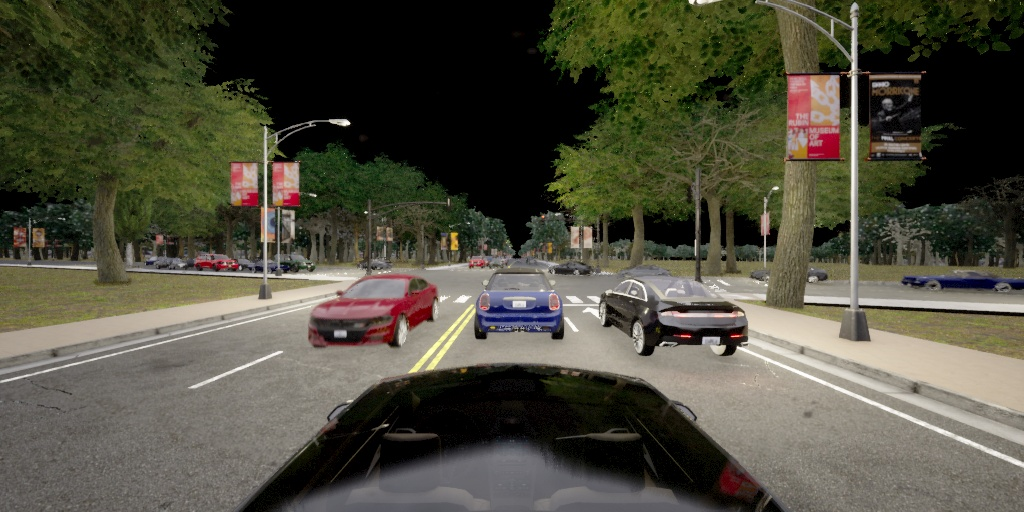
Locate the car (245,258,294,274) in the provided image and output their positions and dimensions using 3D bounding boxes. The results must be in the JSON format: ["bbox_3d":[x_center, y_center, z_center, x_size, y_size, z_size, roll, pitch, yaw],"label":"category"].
[{"bbox_3d":[-26.025,1.225,38.478,4.718,1.301,1.895,0,0,27],"label":"car"}]

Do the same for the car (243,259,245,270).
[{"bbox_3d":[-34.693,1.074,45.925,4.892,1.490,1.837,0,0,24],"label":"car"}]

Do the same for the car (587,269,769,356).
[{"bbox_3d":[3.430,1.242,8.582,2.128,1.511,4.902,0,0,0],"label":"car"}]

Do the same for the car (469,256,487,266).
[{"bbox_3d":[-5.616,0.978,57.984,2.150,2.045,5.566,0,0,1],"label":"car"}]

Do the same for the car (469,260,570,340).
[{"bbox_3d":[0.194,1.102,10.170,2.097,1.767,4.553,0,0,1],"label":"car"}]

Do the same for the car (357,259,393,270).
[{"bbox_3d":[-17.405,1.138,45.516,4.902,1.511,2.128,0,0,24],"label":"car"}]

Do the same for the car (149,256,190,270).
[{"bbox_3d":[-44.284,1.021,46.655,4.902,1.511,2.128,0,0,24],"label":"car"}]

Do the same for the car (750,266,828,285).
[{"bbox_3d":[21.565,1.380,28.128,4.892,1.490,1.837,0,0,24],"label":"car"}]

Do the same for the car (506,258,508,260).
[{"bbox_3d":[-2.194,1.359,64.907,1.895,1.301,4.718,0,0,1],"label":"car"}]

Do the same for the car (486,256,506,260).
[{"bbox_3d":[-2.387,1.109,55.916,2.097,1.767,4.553,0,0,1],"label":"car"}]

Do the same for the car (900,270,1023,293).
[{"bbox_3d":[27.381,1.521,21.974,4.718,1.301,1.895,0,0,24],"label":"car"}]

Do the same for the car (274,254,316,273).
[{"bbox_3d":[-25.532,0.840,41.835,5.566,2.045,2.150,0,0,24],"label":"car"}]

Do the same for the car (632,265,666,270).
[{"bbox_3d":[10.813,1.383,29.365,4.181,1.385,1.994,0,0,24],"label":"car"}]

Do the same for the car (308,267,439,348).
[{"bbox_3d":[-3.270,1.227,9.424,1.882,1.535,5.008,0,0,1],"label":"car"}]

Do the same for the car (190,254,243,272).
[{"bbox_3d":[-35.091,0.797,42.535,5.566,2.045,2.150,0,0,24],"label":"car"}]

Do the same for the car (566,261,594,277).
[{"bbox_3d":[5.919,1.276,36.277,1.837,1.490,4.892,-3,3,-45],"label":"car"}]
